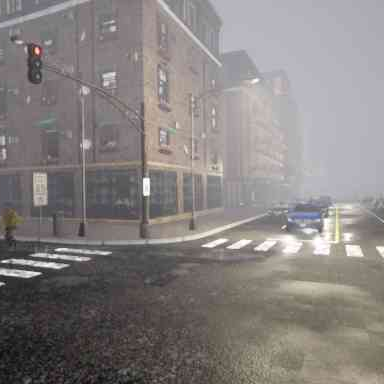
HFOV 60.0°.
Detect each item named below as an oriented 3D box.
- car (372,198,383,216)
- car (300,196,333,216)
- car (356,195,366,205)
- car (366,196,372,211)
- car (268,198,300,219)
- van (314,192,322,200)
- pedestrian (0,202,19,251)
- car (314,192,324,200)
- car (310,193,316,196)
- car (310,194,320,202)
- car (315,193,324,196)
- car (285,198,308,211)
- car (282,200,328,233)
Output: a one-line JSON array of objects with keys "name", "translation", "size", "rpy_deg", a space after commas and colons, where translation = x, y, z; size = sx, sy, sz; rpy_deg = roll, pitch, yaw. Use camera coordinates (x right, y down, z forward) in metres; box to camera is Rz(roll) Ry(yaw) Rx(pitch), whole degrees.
[{"name": "car", "translation": [17.415, 1.382, 29.469], "size": [1.802, 1.307, 4.206], "rpy_deg": [-1, 0, 24]}, {"name": "car", "translation": [10.758, 1.351, 28.598], "size": [2.128, 1.511, 4.902], "rpy_deg": [0, 0, 24]}, {"name": "car", "translation": [26.528, 1.264, 50.355], "size": [2.008, 1.369, 4.403], "rpy_deg": [-1, 0, 24]}, {"name": "car", "translation": [19.693, 1.328, 34.691], "size": [2.008, 1.369, 4.403], "rpy_deg": [-1, 0, 24]}, {"name": "car", "translation": [7.451, 1.439, 27.588], "size": [2.008, 1.369, 4.403], "rpy_deg": [-1, 0, 24]}, {"name": "van", "translation": [30.229, 1.029, 79.801], "size": [1.690, 1.788, 3.998], "rpy_deg": [-1, 0, 24]}, {"name": "pedestrian", "translation": [-6.748, 1.275, 12.328], "size": [0.375, 1.860, 0.375], "rpy_deg": [0, 0, 23]}, {"name": "car", "translation": [32.506, 0.986, 85.021], "size": [2.192, 1.841, 5.009], "rpy_deg": [-1, 0, 24]}, {"name": "car", "translation": [18.774, 1.305, 53.539], "size": [1.752, 1.417, 4.829], "rpy_deg": [-1, 0, 24]}, {"name": "car", "translation": [25.607, 1.248, 69.202], "size": [1.752, 1.417, 4.829], "rpy_deg": [-1, 0, 24]}, {"name": "car", "translation": [18.720, 1.259, 46.802], "size": [1.882, 1.535, 5.008], "rpy_deg": [0, 0, 24]}, {"name": "car", "translation": [12.008, 1.394, 38.031], "size": [2.008, 1.369, 4.403], "rpy_deg": [-1, 0, 24]}, {"name": "car", "translation": [6.592, 1.428, 19.118], "size": [1.812, 1.442, 4.674], "rpy_deg": [0, 0, 24]}]
